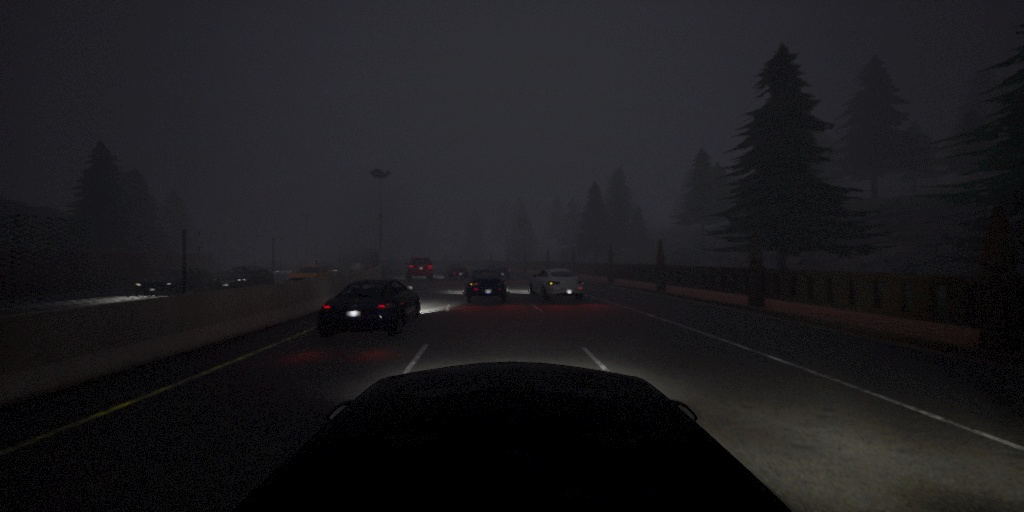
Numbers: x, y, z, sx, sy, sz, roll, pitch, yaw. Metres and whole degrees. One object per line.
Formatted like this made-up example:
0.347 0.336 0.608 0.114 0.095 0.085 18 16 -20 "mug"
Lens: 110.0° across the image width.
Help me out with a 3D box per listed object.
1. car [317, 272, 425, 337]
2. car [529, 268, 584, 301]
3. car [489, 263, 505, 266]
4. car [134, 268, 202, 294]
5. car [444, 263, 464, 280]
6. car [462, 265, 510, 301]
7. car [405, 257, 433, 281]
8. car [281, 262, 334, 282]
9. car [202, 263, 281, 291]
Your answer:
-3.988 1.364 10.620 1.994 1.385 4.181 0 0 -5 "car"
2.129 1.326 17.854 1.812 1.442 4.674 0 0 -9 "car"
-1.496 1.400 33.548 1.812 1.442 4.674 0 0 -17 "car"
-20.172 1.458 22.061 2.033 1.411 5.357 0 0 -14 "car"
-5.237 1.416 33.768 1.812 1.442 4.674 0 0 -18 "car"
-1.380 1.340 17.656 1.812 1.442 4.674 0 0 -9 "car"
-8.343 1.119 32.220 2.150 2.045 5.566 0 0 -18 "car"
-13.638 1.369 24.470 1.882 1.535 5.008 0 0 -15 "car"
-16.802 1.390 22.725 2.128 1.511 4.902 0 0 -14 "car"
